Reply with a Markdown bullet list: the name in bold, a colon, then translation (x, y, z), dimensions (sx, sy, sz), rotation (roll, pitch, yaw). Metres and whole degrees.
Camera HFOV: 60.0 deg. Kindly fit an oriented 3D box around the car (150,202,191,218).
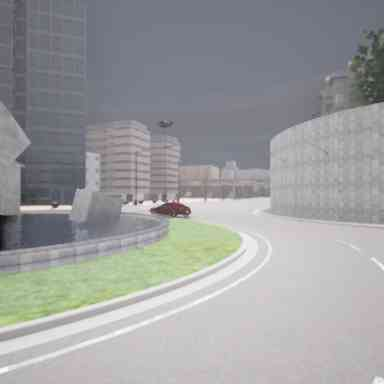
- **car**: translation (-2.177, 1.756, 33.354), dimensions (4.674, 1.442, 1.812), rotation (0, -1, 41)
